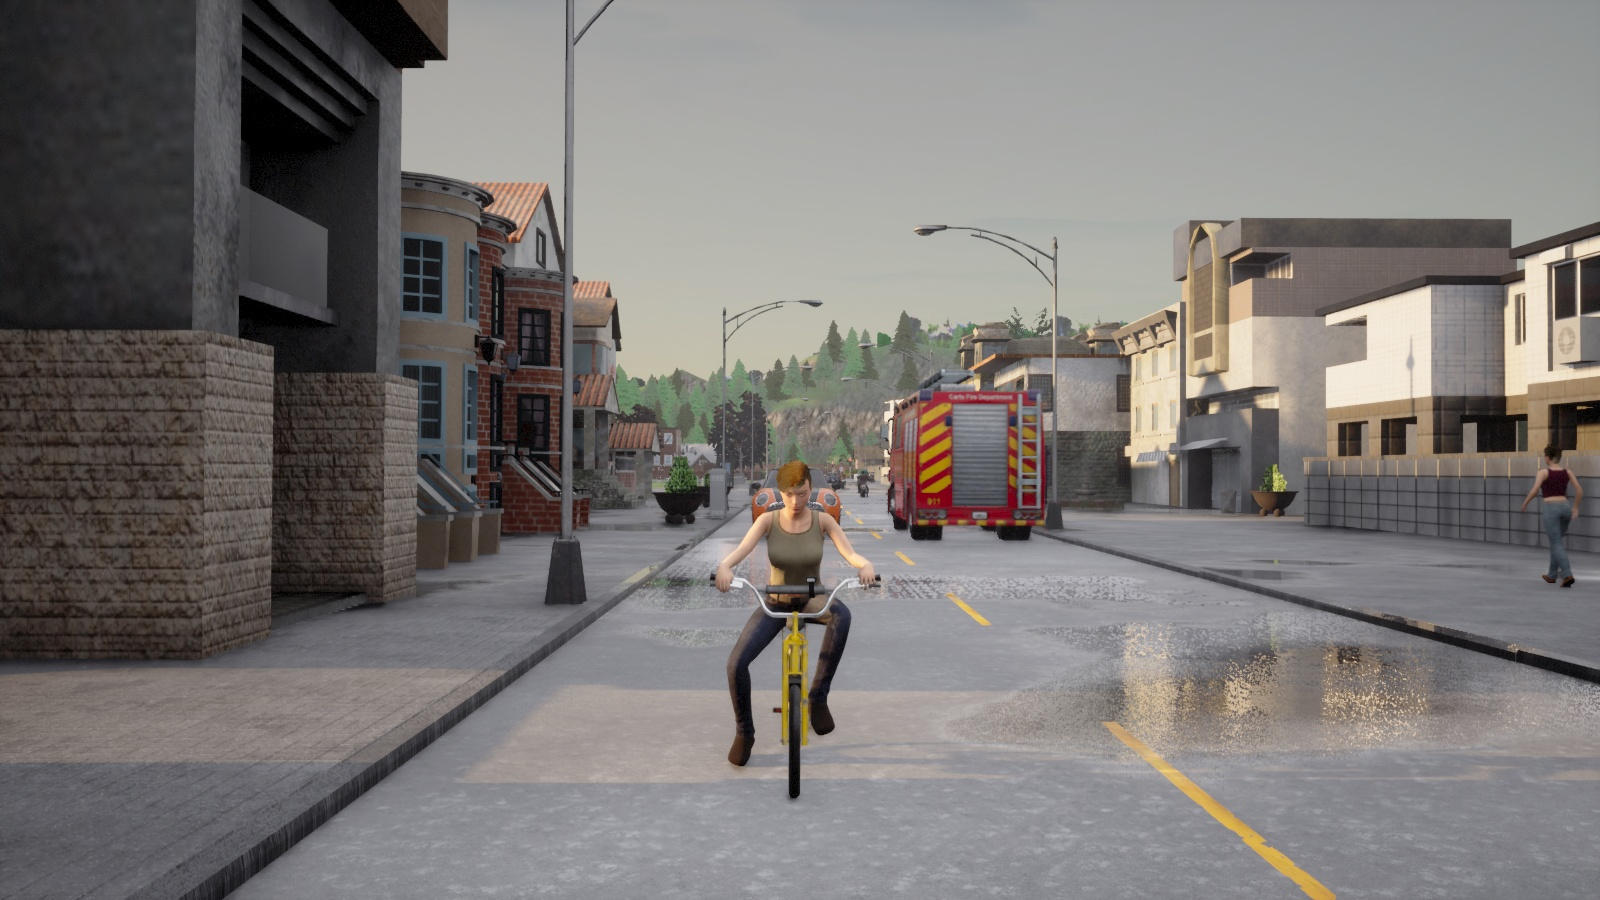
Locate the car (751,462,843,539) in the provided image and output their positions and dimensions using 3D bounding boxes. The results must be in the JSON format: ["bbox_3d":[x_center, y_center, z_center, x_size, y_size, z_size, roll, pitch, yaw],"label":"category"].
[{"bbox_3d":[-0.083,1.192,30.964,2.097,1.767,4.553,0,-1,0],"label":"car"}]

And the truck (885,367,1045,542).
[{"bbox_3d":[3.911,0.166,31.759,2.891,3.827,8.468,0,-1,0],"label":"truck"}]

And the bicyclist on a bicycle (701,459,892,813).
[{"bbox_3d":[-0.018,0.860,6.492,0.866,1.612,1.509,0,-1,0],"label":"bicyclist on a bicycle"}]
